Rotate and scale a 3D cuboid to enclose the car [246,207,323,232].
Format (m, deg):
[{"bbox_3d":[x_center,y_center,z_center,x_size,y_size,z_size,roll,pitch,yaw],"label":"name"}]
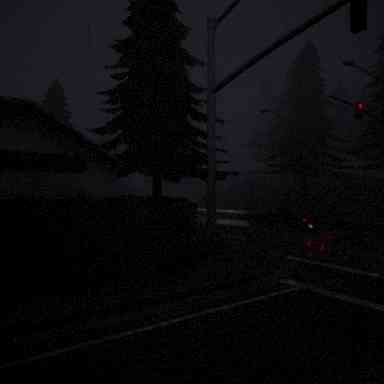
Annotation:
[{"bbox_3d":[5.454,1.585,20.317,1.895,1.301,4.718,0,0,-31],"label":"car"}]
